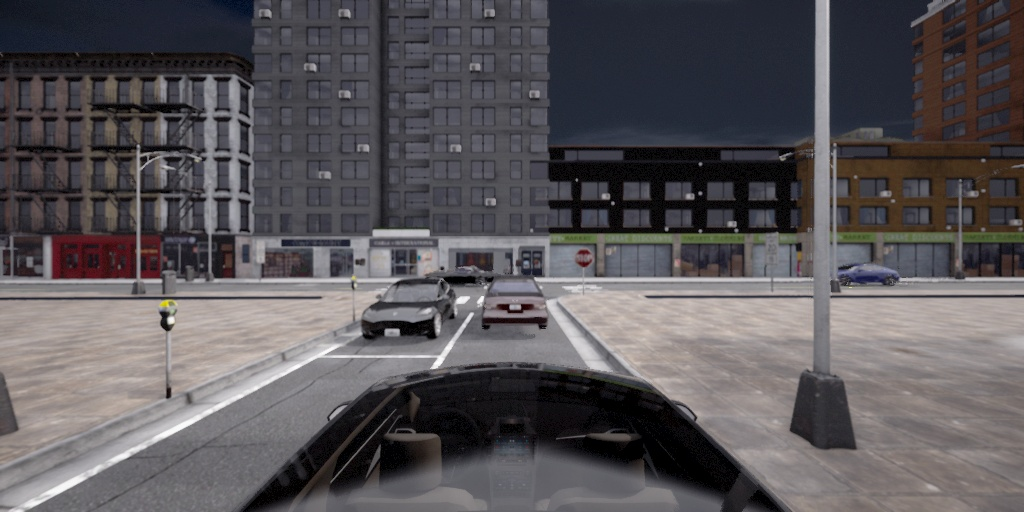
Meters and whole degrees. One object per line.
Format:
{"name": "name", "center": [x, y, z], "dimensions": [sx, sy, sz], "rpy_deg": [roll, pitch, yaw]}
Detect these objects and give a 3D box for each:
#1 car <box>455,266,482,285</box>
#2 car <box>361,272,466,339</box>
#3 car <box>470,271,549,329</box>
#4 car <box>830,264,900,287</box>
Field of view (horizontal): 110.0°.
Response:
{"name": "car", "center": [-3.349, 1.351, 23.645], "dimensions": [4.718, 1.301, 1.895], "rpy_deg": [0, 0, 0]}
{"name": "car", "center": [-2.644, 1.316, 10.095], "dimensions": [1.948, 1.339, 4.313], "rpy_deg": [0, 0, 0]}
{"name": "car", "center": [0.051, 1.298, 11.272], "dimensions": [2.033, 1.411, 5.357], "rpy_deg": [0, 0, -1]}
{"name": "car", "center": [22.699, 1.222, 23.652], "dimensions": [4.674, 1.442, 1.812], "rpy_deg": [0, 0, 0]}
